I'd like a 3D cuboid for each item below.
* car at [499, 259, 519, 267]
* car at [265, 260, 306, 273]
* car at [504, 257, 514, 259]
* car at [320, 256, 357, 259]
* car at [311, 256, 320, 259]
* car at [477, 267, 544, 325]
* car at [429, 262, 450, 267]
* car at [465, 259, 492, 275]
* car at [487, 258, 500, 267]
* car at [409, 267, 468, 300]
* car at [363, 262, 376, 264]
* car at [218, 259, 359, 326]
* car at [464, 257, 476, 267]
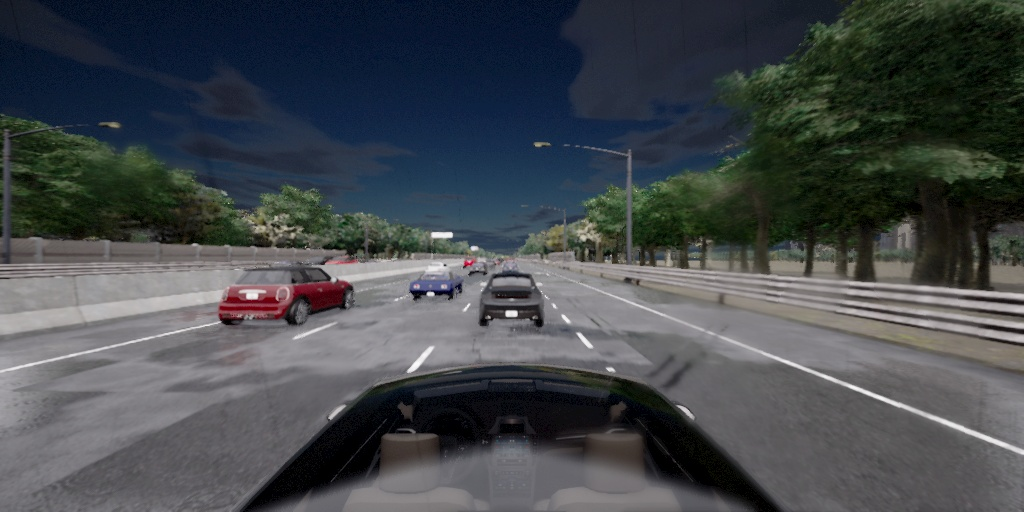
[{"bbox_3d":[-0.163,1.416,41.566,2.033,1.411,5.357,0,0,0],"label":"car"},{"bbox_3d":[-28.241,1.280,44.924,2.128,1.511,4.902,0,0,0],"label":"car"},{"bbox_3d":[-0.290,1.436,63.677,1.882,1.535,5.008,0,0,0],"label":"car"},{"bbox_3d":[-21.244,1.031,44.924,2.150,2.045,5.566,0,0,0],"label":"car"},{"bbox_3d":[-24.735,1.022,46.284,2.150,2.045,5.566,0,0,0],"label":"car"},{"bbox_3d":[-0.019,1.280,11.843,1.837,1.490,4.892,0,0,0],"label":"car"},{"bbox_3d":[-7.125,1.346,34.781,1.812,1.442,4.674,0,0,0],"label":"car"},{"bbox_3d":[-3.653,1.398,39.871,2.033,1.411,5.357,0,0,0],"label":"car"},{"bbox_3d":[-3.791,1.438,63.682,2.128,1.511,4.902,0,0,0],"label":"car"},{"bbox_3d":[-3.539,1.379,17.808,1.895,1.301,4.718,0,0,0],"label":"car"},{"bbox_3d":[-17.754,1.388,45.284,1.994,1.385,4.181,0,0,0],"label":"car"},{"bbox_3d":[-7.018,1.102,11.800,2.097,1.767,4.553,0,0,0],"label":"car"},{"bbox_3d":[-7.292,1.157,63.737,2.150,2.045,5.566,0,0,0],"label":"car"}]
